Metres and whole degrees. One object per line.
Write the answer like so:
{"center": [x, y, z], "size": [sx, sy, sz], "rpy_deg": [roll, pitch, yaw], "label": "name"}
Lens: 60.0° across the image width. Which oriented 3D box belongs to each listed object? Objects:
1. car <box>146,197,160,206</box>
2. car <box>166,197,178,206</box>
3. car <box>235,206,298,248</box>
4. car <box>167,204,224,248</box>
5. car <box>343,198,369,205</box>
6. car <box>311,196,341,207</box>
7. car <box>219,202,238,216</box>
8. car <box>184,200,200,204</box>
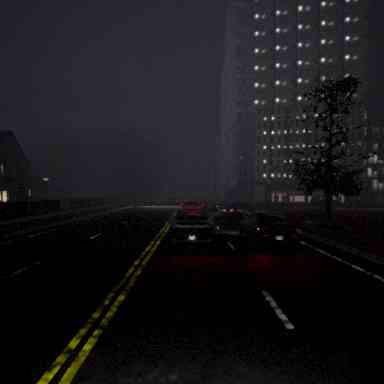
{"center": [-6.499, 1.616, 55.612], "size": [2.033, 1.411, 5.357], "rpy_deg": [0, 0, 0], "label": "car"}
{"center": [-3.249, 1.574, 55.612], "size": [1.812, 1.442, 4.674], "rpy_deg": [0, 0, 0], "label": "car"}
{"center": [3.250, 1.527, 14.656], "size": [1.812, 1.442, 4.674], "rpy_deg": [0, 0, 0], "label": "car"}
{"center": [0.000, 1.488, 14.655], "size": [2.128, 1.511, 4.902], "rpy_deg": [0, 0, 0], "label": "car"}
{"center": [31.048, 1.744, 63.145], "size": [4.403, 1.369, 2.008], "rpy_deg": [0, 2, 20], "label": "car"}
{"center": [23.014, 1.664, 57.691], "size": [5.009, 1.841, 2.192], "rpy_deg": [0, 2, 20], "label": "car"}
{"center": [3.251, 1.558, 29.661], "size": [2.033, 1.411, 5.357], "rpy_deg": [0, 0, 0], "label": "car"}
{"center": [0.000, 1.480, 29.662], "size": [1.882, 1.535, 5.008], "rpy_deg": [0, 0, 0], "label": "car"}
